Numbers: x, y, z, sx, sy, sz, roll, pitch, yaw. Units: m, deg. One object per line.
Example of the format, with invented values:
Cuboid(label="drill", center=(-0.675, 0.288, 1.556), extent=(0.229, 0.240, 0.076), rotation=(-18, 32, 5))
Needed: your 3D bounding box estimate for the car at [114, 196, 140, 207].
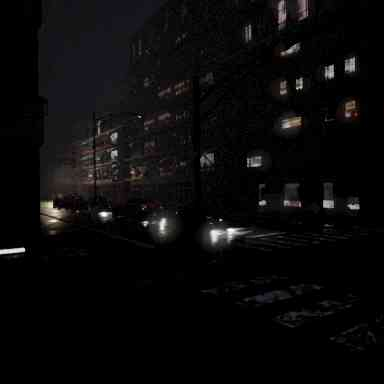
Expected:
Cuboid(label="car", center=(-9.025, 1.266, 45.964), extent=(1.752, 1.417, 4.829), rotation=(-1, 1, -35))

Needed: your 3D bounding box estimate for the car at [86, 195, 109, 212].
Cuboid(label="car", center=(-9.873, 1.425, 36.994), extent=(1.994, 1.385, 4.181), rotation=(-1, 1, -35))

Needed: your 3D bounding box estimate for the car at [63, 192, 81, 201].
Cuboid(label="car", center=(-25.038, 0.935, 69.227), extent=(2.192, 1.841, 5.009), rotation=(-1, 1, -35))

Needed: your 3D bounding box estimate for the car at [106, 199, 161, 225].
Cuboid(label="car", center=(-4.373, 1.509, 24.201), extent=(1.887, 1.381, 4.507), rotation=(-1, 1, -35))

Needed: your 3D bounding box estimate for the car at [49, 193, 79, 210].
Cuboid(label="car", center=(-15.829, 1.312, 41.072), extent=(1.967, 1.590, 4.097), rotation=(-1, 1, -35))

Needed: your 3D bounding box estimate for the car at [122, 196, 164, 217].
Cuboid(label="car", center=(-4.277, 1.257, 28.848), extent=(2.097, 1.767, 4.553), rotation=(-1, 1, -35))

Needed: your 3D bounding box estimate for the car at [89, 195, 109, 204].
Cuboid(label="car", center=(-15.468, 1.216, 55.326), extent=(1.752, 1.417, 4.829), rotation=(-1, 1, -35))

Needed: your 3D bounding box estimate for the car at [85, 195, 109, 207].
Cuboid(label="car", center=(-13.821, 1.266, 48.271), extent=(1.837, 1.490, 4.892), rotation=(-1, 1, -34))

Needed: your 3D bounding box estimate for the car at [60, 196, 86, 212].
Cuboid(label="car", center=(-12.607, 1.448, 36.392), extent=(2.008, 1.369, 4.403), rotation=(-1, 1, -35))

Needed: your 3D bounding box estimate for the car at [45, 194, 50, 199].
Cuboid(label="car", center=(-34.797, 1.075, 83.413), extent=(1.752, 1.417, 4.829), rotation=(-1, 1, -35))

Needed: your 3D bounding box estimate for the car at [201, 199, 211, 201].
Cuboid(label="car", center=(0.820, 1.359, 31.844), extent=(1.887, 1.381, 4.507), rotation=(-1, 1, -35))

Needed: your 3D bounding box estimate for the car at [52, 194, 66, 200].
Cuboid(label="car", center=(-31.479, 1.124, 78.592), extent=(2.008, 1.369, 4.403), rotation=(-1, 1, -35))

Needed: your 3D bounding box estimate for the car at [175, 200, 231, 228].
Cuboid(label="car", center=(0.618, 1.507, 21.743), extent=(1.994, 1.385, 4.181), rotation=(-1, 1, -34))
